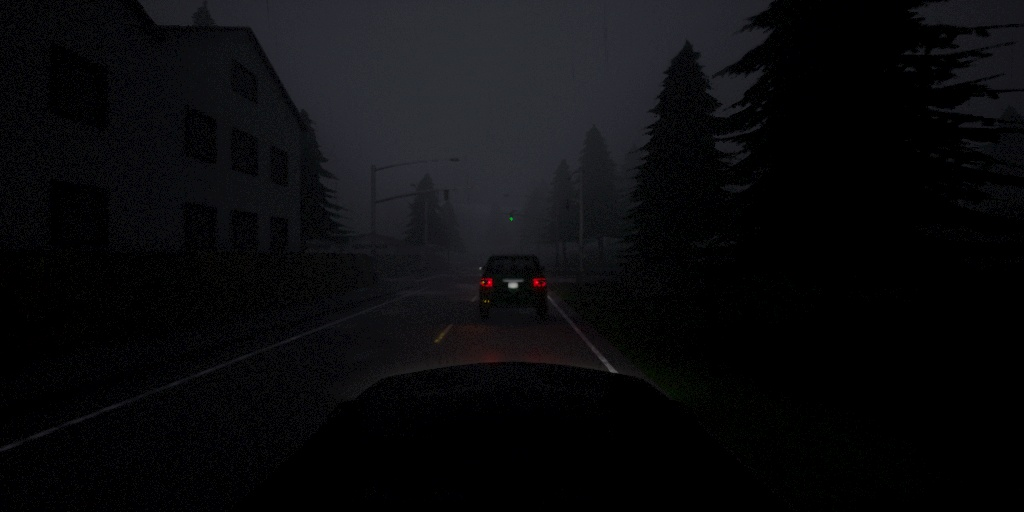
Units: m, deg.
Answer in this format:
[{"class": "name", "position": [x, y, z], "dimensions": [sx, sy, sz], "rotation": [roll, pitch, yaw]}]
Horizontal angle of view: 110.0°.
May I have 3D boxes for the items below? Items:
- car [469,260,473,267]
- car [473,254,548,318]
[{"class": "car", "position": [-5.813, 1.185, 62.577], "dimensions": [1.812, 1.442, 4.674], "rotation": [0, 0, -34]}, {"class": "car", "position": [0.058, 0.953, 13.085], "dimensions": [2.150, 2.045, 5.566], "rotation": [0, 0, 1]}]
